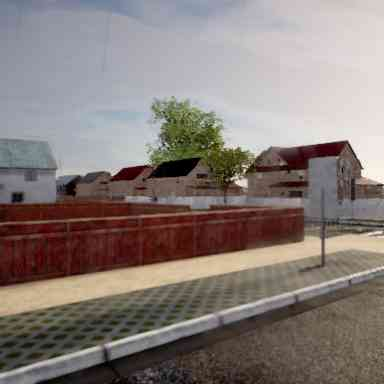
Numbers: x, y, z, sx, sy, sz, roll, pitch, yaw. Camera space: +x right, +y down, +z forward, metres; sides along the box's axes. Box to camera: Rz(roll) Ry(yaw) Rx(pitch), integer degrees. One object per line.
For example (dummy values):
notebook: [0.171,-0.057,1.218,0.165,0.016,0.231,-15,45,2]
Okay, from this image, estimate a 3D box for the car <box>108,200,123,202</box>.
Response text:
car: [-10.080,1.699,43.717,2.033,1.411,5.357,-1,0,-36]
